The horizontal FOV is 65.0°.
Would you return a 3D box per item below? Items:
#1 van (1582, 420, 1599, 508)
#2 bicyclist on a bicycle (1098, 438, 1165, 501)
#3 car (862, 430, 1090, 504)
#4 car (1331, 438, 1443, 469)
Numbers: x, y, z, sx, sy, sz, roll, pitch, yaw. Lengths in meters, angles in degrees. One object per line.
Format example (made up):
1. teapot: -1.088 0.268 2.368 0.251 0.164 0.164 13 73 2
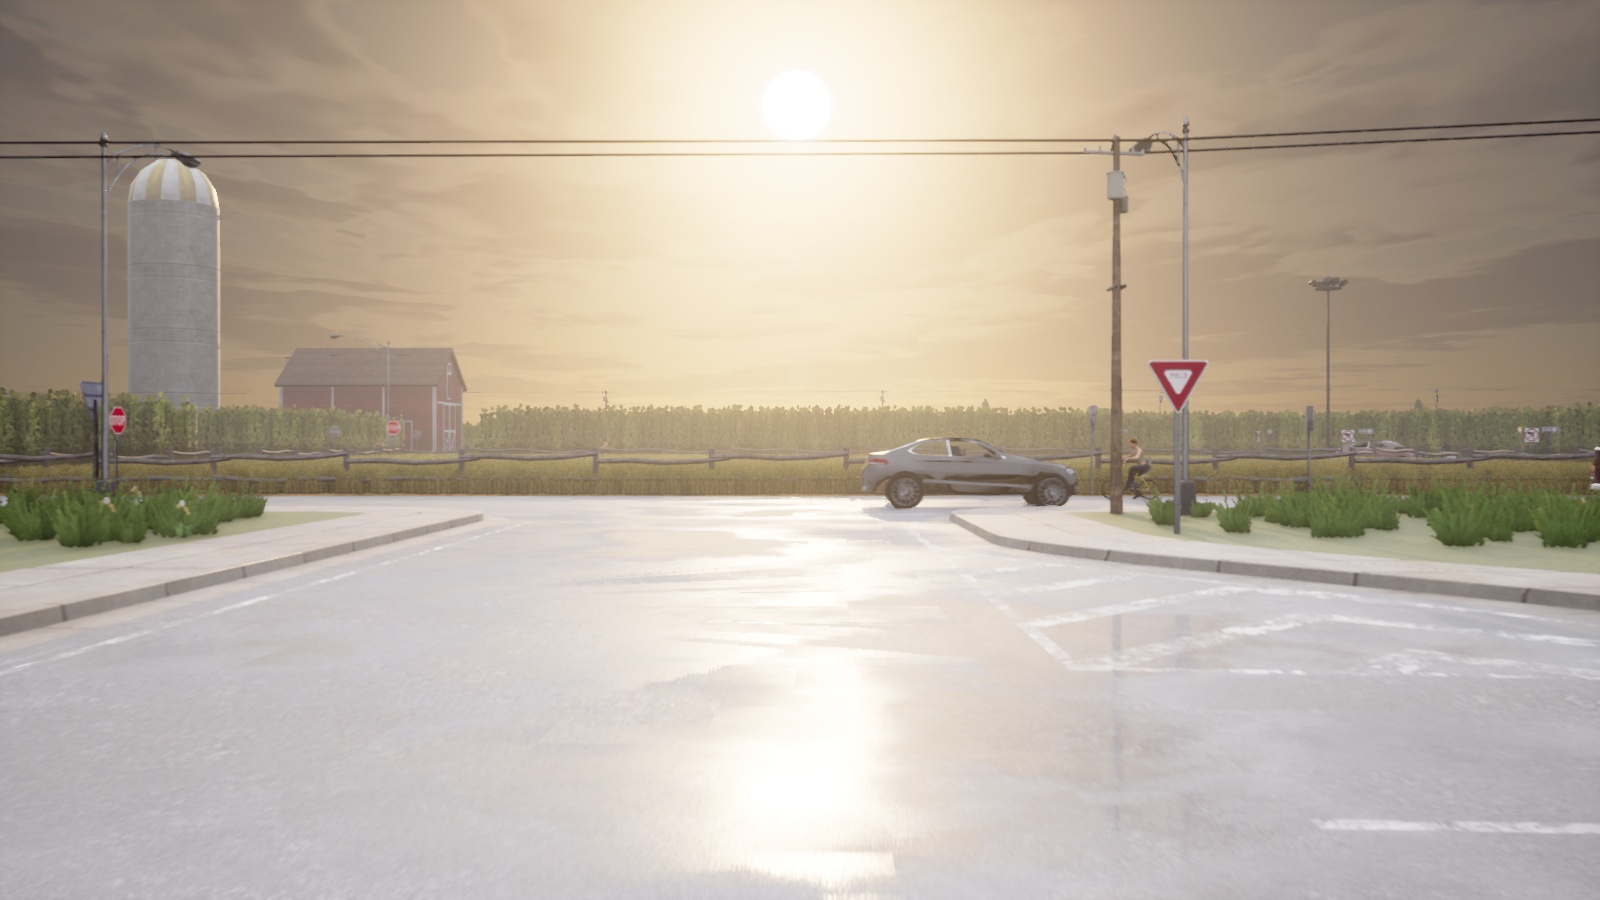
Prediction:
1. van: 20.837 0.324 28.833 4.480 2.038 2.069 0 0 1
2. bicyclist on a bicycle: 8.572 0.506 32.548 1.509 1.612 0.866 0 0 1
3. car: 3.984 0.364 29.149 5.027 1.651 2.152 0 0 1
4. car: 31.603 0.169 67.754 2.152 1.651 5.027 0 0 -35
